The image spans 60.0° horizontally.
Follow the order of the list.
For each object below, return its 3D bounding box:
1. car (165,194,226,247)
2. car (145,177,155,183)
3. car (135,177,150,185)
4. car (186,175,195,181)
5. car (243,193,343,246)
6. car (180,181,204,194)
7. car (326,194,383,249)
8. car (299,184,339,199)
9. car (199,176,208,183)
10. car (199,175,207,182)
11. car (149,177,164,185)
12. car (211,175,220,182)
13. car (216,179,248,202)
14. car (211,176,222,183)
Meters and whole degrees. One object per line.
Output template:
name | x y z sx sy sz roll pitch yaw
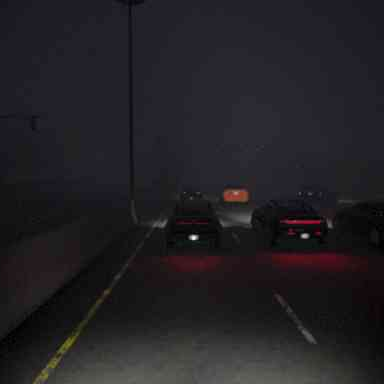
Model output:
car | 0.025 1.046 12.719 1.837 1.490 4.892 0 3 -1
car | -10.840 -3.188 86.728 1.882 1.535 5.008 0 3 0
car | -10.775 -2.165 70.325 2.033 1.411 5.357 0 3 0
car | -0.332 -2.994 84.759 2.033 1.411 5.357 0 3 0
car | 3.519 1.029 12.756 2.128 1.511 4.902 0 3 0
car | -0.038 0.150 28.516 2.128 1.511 4.902 0 3 0
car | 7.020 1.060 12.459 1.837 1.490 4.892 0 3 0
car | 10.368 0.087 27.110 2.097 1.767 4.553 3 4 39
car | 3.168 -3.037 84.771 1.837 1.490 4.892 0 3 0
car | 3.126 -3.865 95.131 2.097 1.767 4.553 0 3 0
car | -7.275 -2.228 70.336 1.882 1.535 5.008 0 3 0
car | 6.626 -3.866 95.145 2.097 1.767 4.553 0 3 0
car | 3.461 0.026 28.194 2.097 1.767 4.553 0 3 0
car | 6.663 -3.241 85.995 2.097 1.767 4.553 0 3 0
